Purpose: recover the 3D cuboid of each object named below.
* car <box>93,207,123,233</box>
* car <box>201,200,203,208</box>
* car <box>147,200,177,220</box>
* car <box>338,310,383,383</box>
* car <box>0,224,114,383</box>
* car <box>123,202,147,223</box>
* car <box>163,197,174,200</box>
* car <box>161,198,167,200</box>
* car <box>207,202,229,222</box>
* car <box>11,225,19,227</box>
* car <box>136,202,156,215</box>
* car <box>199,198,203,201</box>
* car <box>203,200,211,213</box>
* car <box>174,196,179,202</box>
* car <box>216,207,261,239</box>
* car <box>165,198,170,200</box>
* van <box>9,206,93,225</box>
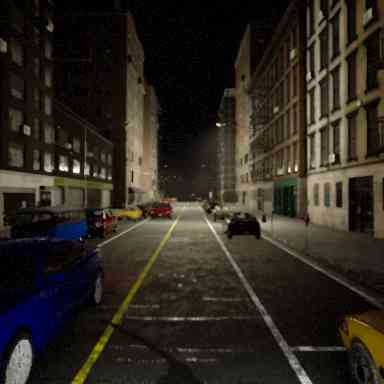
[{"bbox_3d":[-5.388,1.630,18.297,1.967,1.590,4.097,0,-1,0],"label":"car"},{"bbox_3d":[2.636,2.031,45.348,1.947,1.339,4.313,0,-1,0],"label":"car"},{"bbox_3d":[-2.770,1.804,31.709,1.882,1.535,5.008,0,-1,0],"label":"car"},{"bbox_3d":[2.638,1.550,2.220,1.752,1.417,4.829,0,-1,0],"label":"car"},{"bbox_3d":[-2.836,1.534,5.330,1.882,1.535,5.008,0,-1,0],"label":"car"},{"bbox_3d":[-5.389,1.824,28.950,1.752,1.417,4.829,0,-1,0],"label":"car"},{"bbox_3d":[-5.391,1.989,67.010,2.192,1.841,5.009,0,-1,0],"label":"car"},{"bbox_3d":[-5.390,2.069,50.770,2.008,1.369,4.403,0,-1,0],"label":"car"},{"bbox_3d":[2.636,1.851,29.111,2.008,1.369,4.403,0,-1,0],"label":"car"},{"bbox_3d":[-5.387,1.661,7.471,1.802,1.307,4.206,0,-1,0],"label":"car"},{"bbox_3d":[-5.389,1.934,39.775,1.752,1.417,4.829,0,-1,0],"label":"car"},{"bbox_3d":[2.635,2.097,56.344,1.752,1.417,4.829,0,-1,0],"label":"car"},{"bbox_3d":[2.636,1.976,39.936,1.947,1.339,4.313,0,-1,0],"label":"car"},{"bbox_3d":[-5.393,2.478,93.470,2.008,1.369,4.403,0,-1,0],"label":"car"},{"bbox_3d":[2.637,1.740,18.287,2.008,1.369,4.403,0,-1,0],"label":"car"},{"bbox_3d":[-5.390,2.121,56.183,2.008,1.369,4.403,0,-1,0],"label":"car"},{"bbox_3d":[-5.388,1.475,12.885,1.690,1.788,3.998,0,-1,0],"label":"van"}]
